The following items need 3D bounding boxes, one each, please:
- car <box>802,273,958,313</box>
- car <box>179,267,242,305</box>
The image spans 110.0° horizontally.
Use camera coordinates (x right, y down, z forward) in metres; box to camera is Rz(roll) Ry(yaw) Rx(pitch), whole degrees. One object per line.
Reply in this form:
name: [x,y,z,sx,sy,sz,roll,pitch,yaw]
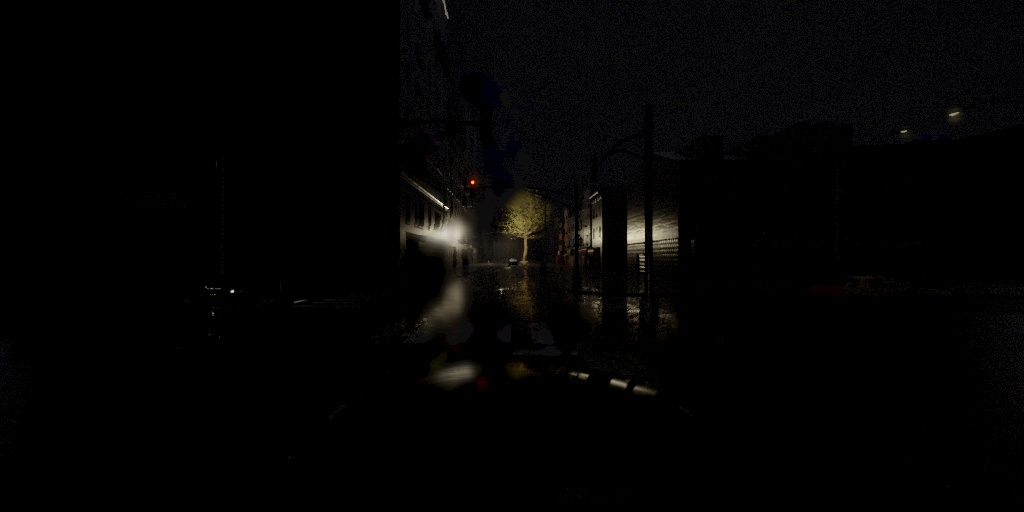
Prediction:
car: [13.904,1.346,13.654,4.829,1.417,1.751,0,0,0]
car: [-13.757,1.178,14.542,4.892,1.490,1.837,0,0,0]
